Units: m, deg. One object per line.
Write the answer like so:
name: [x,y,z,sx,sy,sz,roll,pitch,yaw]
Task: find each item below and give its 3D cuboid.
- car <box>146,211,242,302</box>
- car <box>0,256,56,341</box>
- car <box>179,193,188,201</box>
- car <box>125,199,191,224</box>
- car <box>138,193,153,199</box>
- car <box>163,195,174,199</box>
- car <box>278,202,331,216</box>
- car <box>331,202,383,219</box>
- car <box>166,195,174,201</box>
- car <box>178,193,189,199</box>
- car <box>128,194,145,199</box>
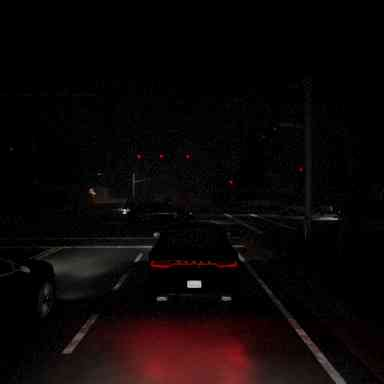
car: [0.009,1.478,8.344,1.882,1.535,5.008,0,0,-1]
car: [-3.464,1.492,4.356,2.128,1.511,4.902,0,0,0]
car: [-2.104,1.225,84.943,2.150,2.045,5.566,0,0,-1]
car: [-2.245,1.505,24.541,4.892,1.490,1.837,0,0,-4]
car: [-8.492,1.221,57.073,2.150,2.045,5.566,0,0,-1]
car: [-5.326,1.522,74.026,2.128,1.511,4.902,0,0,-1]
car: [10.895,1.601,32.304,4.718,1.301,1.895,0,0,-2]
car: [14.788,1.564,28.911,4.181,1.385,1.994,0,0,-2]
car: [-5.611,1.540,85.147,2.033,1.411,5.357,0,0,-1]
car: [-1.832,1.225,74.210,2.150,2.045,5.566,0,0,-1]
car: [-8.263,1.478,47.089,1.882,1.535,5.008,0,0,-1]
